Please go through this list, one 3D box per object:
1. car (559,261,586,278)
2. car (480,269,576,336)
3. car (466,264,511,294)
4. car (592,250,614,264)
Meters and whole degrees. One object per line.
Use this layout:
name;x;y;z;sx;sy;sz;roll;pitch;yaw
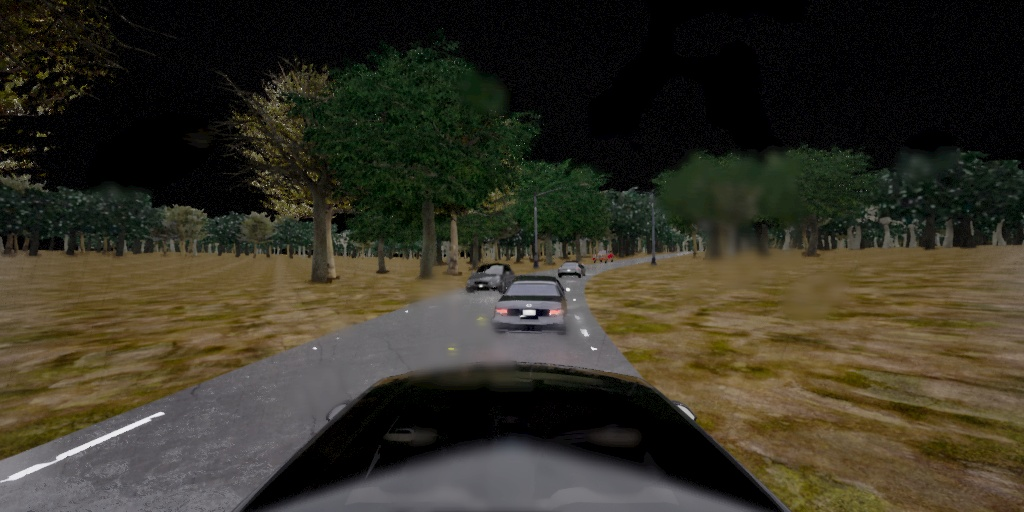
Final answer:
car;5.241;1.122;31.142;1.994;1.385;4.181;0;0;18
car;0.691;1.279;10.366;2.033;1.411;5.357;0;0;7
car;-1.040;1.188;19.743;1.837;1.490;4.892;0;0;11
car;14.849;0.027;58.000;2.150;2.045;5.566;-1;1;33
